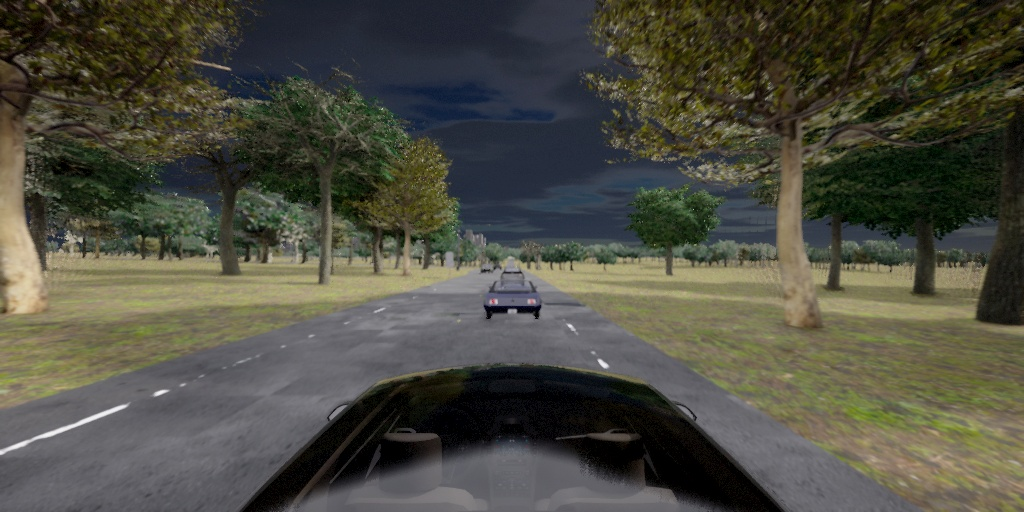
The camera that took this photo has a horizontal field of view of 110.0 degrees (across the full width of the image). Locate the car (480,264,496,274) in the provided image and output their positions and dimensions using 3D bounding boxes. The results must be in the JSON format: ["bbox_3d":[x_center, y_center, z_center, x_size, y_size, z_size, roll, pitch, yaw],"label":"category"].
[{"bbox_3d":[-4.211,2.052,60.100,2.097,1.767,4.553,0,-1,-5],"label":"car"}]

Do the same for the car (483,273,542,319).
[{"bbox_3d":[0.041,1.501,13.554,1.895,1.301,4.718,0,-1,1],"label":"car"}]

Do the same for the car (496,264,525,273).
[{"bbox_3d":[0.047,1.623,29.163,2.128,1.511,4.902,0,-1,0],"label":"car"}]
